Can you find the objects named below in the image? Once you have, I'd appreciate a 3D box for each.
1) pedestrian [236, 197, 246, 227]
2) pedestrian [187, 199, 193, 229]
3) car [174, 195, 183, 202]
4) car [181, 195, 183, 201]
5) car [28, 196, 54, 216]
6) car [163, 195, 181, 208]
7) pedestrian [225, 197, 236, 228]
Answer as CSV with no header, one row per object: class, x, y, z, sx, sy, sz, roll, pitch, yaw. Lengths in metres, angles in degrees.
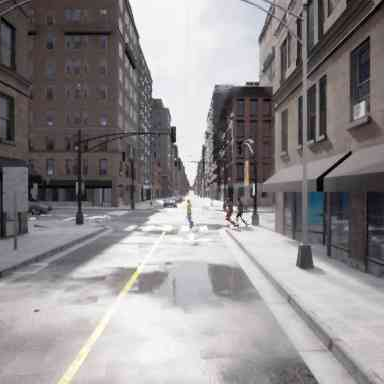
pedestrian,2.783,1.135,19.489,0.375,1.860,0.375,0,0,0
pedestrian,-0.130,1.288,20.082,0.375,1.860,0.375,0,0,0
car,-3.079,1.450,78.229,1.837,1.490,4.892,0,0,0
car,-3.142,1.529,63.057,1.994,1.385,4.181,0,0,1
car,-14.548,1.139,28.996,4.553,1.767,2.097,1,0,0
car,-3.184,1.524,48.997,2.033,1.411,5.357,0,0,0
pedestrian,2.146,1.136,18.886,0.375,1.860,0.375,0,0,0
